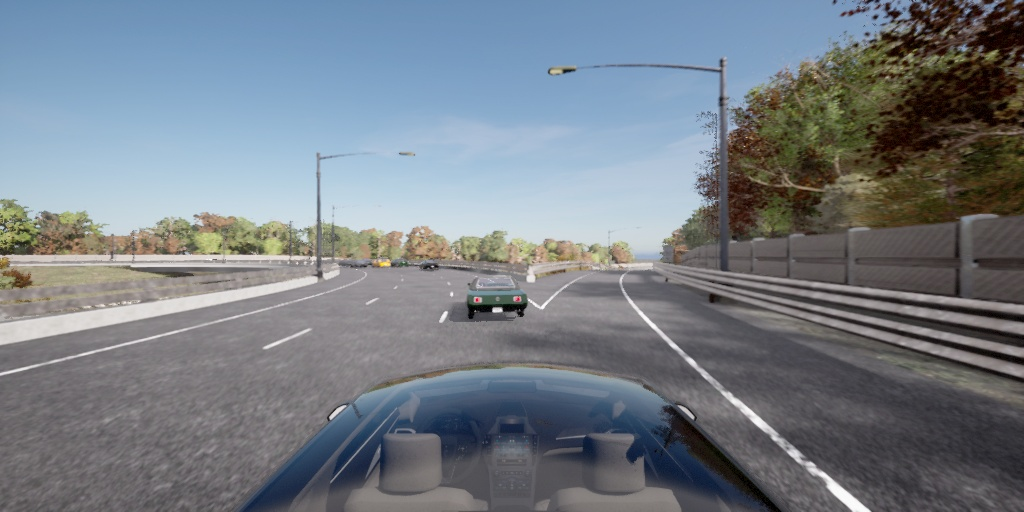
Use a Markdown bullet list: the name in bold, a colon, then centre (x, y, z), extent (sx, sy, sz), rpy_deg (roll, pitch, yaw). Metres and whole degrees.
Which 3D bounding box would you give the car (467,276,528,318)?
- **car**: centre (-0.685, 1.356, 13.117), extent (1.895, 1.301, 4.718), rpy_deg (0, 0, -6)

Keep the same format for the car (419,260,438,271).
- **car**: centre (-12.072, 1.317, 51.861), extent (1.882, 1.535, 5.008), rpy_deg (0, 0, -26)
